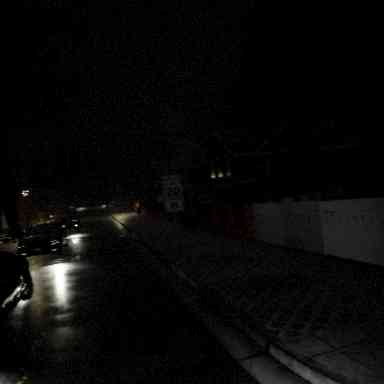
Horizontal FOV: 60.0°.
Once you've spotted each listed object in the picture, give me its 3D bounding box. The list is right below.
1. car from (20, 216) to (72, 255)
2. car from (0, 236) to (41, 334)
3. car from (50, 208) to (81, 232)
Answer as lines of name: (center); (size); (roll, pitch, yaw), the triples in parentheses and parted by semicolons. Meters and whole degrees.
car: (-7.501, 2.348, 17.004); (1.882, 1.535, 5.008); (-6, 0, -16)
car: (-4.714, 2.068, 7.025); (1.812, 1.442, 4.674); (-6, 0, -14)
car: (-11.095, 2.498, 29.441); (2.150, 2.045, 5.566); (-6, 0, -16)
